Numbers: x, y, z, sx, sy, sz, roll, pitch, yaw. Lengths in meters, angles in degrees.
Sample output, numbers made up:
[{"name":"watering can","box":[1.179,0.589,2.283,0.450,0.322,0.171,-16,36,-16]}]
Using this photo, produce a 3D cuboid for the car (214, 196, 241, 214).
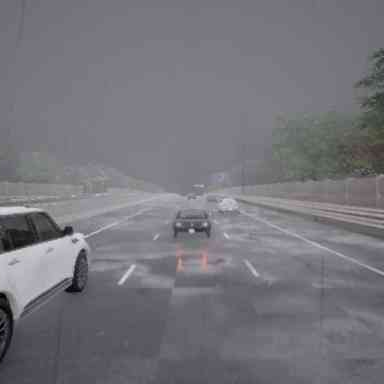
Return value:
[{"name":"car","box":[3.582,1.359,33.246,1.812,1.442,4.674,0,1,0]}]

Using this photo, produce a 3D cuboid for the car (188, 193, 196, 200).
[{"name":"car","box":[-0.044,1.063,79.506,1.837,1.490,4.892,0,0,0]}]

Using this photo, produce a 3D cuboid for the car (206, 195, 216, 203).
[{"name":"car","box":[3.567,1.189,60.027,2.033,1.411,5.357,0,0,0]}]

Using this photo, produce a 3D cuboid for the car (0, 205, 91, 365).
[{"name":"car","box":[-3.502,1.217,5.681,2.150,2.045,5.566,0,0,0]}]

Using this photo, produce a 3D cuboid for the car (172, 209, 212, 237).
[{"name":"car","box":[-0.005,1.554,17.873,1.895,1.301,4.718,0,0,0]}]

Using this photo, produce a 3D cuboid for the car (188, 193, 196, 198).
[{"name":"car","box":[-0.053,1.050,94.925,2.128,1.511,4.902,0,0,0]}]
